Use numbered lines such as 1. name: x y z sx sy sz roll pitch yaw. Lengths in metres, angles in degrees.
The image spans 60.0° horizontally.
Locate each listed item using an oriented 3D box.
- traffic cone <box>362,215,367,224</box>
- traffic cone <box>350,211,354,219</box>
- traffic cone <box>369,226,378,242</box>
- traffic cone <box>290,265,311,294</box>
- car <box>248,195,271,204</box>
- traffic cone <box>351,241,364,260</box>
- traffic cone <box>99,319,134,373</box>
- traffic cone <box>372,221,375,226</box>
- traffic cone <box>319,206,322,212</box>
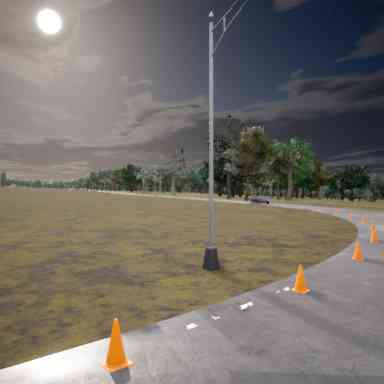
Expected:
1. traffic cone: 12.217 1.948 23.588 0.340 0.580 0.340 0 0 19
2. traffic cone: 13.484 1.939 28.141 0.340 0.580 0.340 1 0 12
3. traffic cone: 8.229 1.954 15.036 0.340 0.580 0.340 0 0 31
4. traffic cone: 2.469 1.951 7.562 0.340 0.580 0.340 0 0 44
5. car: 11.334 1.301 56.371 1.837 1.490 4.892 1 0 -23
6. traffic cone: 5.555 1.952 11.140 0.340 0.580 0.340 0 0 38
7. traffic cone: -0.993 1.953 4.343 0.340 0.580 0.340 0 0 -40
8. traffic cone: 10.459 1.952 19.202 0.340 0.580 0.340 0 0 25
9. traffic cone: 14.482 1.901 37.524 0.340 0.580 0.340 1 0 0
